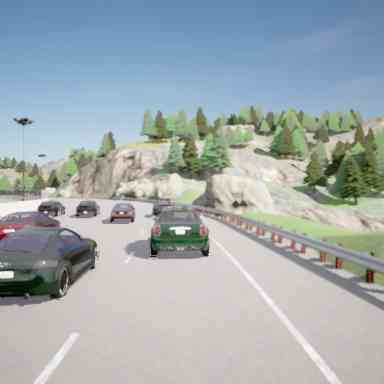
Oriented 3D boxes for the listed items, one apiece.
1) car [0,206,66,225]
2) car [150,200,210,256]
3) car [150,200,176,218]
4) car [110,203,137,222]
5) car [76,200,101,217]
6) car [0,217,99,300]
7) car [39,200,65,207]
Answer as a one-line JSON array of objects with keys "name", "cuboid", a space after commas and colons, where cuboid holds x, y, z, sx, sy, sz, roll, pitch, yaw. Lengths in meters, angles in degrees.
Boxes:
[{"name": "car", "cuboid": [-7.765, 1.600, 15.811, 1.994, 1.385, 4.181, 0, 0, -5]}, {"name": "car", "cuboid": [-0.548, 1.372, 13.369, 2.097, 1.767, 4.553, 0, 0, -4]}, {"name": "car", "cuboid": [-2.856, 1.542, 32.114, 2.128, 1.511, 4.902, 0, 0, -10]}, {"name": "car", "cuboid": [-5.514, 1.595, 26.847, 2.033, 1.411, 5.357, 0, 0, -8]}, {"name": "car", "cuboid": [-9.958, 1.568, 32.140, 1.837, 1.490, 4.892, 0, 0, -10]}, {"name": "car", "cuboid": [-3.743, 1.583, 8.484, 1.994, 1.385, 4.181, 0, 0, -3]}, {"name": "car", "cuboid": [-13.503, 1.575, 32.108, 1.837, 1.490, 4.892, 0, 0, -10]}]
